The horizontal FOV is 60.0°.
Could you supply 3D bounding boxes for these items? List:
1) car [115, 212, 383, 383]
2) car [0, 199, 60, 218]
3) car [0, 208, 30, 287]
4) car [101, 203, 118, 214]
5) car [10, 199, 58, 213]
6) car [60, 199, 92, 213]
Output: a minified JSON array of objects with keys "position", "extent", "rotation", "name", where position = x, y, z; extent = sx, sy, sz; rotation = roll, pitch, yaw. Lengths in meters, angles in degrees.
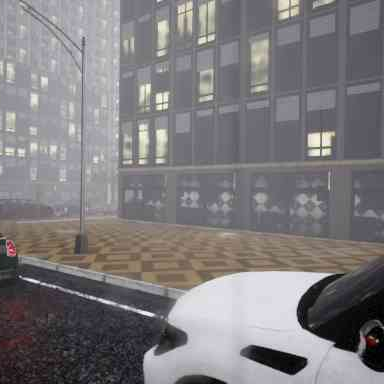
[{"position":[2.226,1.222,2.095],"extent":[5.566,2.045,2.150],"rotation":[0,0,36],"name":"car"},{"position":[-15.199,1.518,30.221],"extent":[2.192,1.841,5.009],"rotation":[1,0,36],"name":"car"},{"position":[-6.237,1.348,8.106],"extent":[4.553,1.767,2.097],"rotation":[0,0,35],"name":"car"},{"position":[-8.417,1.829,39.444],"extent":[1.752,1.417,4.829],"rotation":[1,0,36],"name":"car"},{"position":[-18.712,1.641,39.590],"extent":[1.752,1.417,4.829],"rotation":[1,0,36],"name":"car"},{"position":[-14.637,1.692,40.744],"extent":[1.837,1.490,4.892],"rotation":[1,0,36],"name":"car"}]
